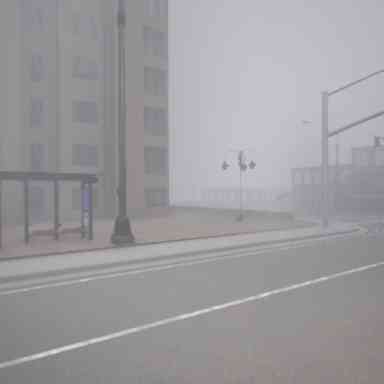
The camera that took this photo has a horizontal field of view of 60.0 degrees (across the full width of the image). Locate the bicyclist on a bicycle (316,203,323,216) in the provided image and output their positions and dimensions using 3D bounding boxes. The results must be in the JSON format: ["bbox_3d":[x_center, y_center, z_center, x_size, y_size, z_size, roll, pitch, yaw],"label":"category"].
[{"bbox_3d":[16.348,2.240,42.752,1.656,1.620,0.582,-1,-7,-36],"label":"bicyclist on a bicycle"}]
